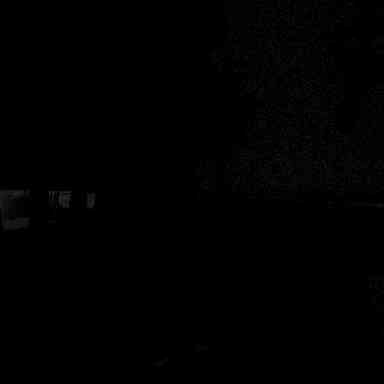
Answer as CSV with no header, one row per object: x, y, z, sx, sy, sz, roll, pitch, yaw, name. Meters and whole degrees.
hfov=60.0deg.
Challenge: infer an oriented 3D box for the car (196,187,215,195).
2.440,-0.304,64.963,1.882,1.535,5.008,-2,4,-36,car
